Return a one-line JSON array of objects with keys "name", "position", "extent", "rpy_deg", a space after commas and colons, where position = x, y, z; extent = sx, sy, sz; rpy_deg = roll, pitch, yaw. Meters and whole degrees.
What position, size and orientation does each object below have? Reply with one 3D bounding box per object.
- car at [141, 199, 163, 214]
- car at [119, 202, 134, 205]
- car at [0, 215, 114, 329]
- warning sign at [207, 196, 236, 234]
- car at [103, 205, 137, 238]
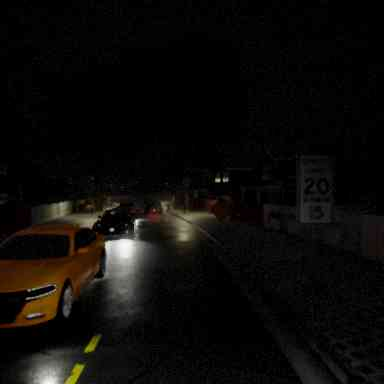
[{"name": "car", "position": [-4.375, 1.672, 37.335], "extent": [1.837, 1.490, 4.892], "rpy_deg": [0, 0, -11]}, {"name": "car", "position": [-6.258, 1.685, 31.972], "extent": [1.812, 1.442, 4.674], "rpy_deg": [0, 0, -11]}, {"name": "car", "position": [-3.195, 1.521, 7.407], "extent": [1.882, 1.535, 5.008], "rpy_deg": [0, 0, -4]}, {"name": "warning sign", "position": [1.517, 1.185, 17.270], "extent": [1.300, 1.860, 1.060], "rpy_deg": [1, 1, -6]}, {"name": "car", "position": [-4.138, 1.658, 18.203], "extent": [1.994, 1.385, 4.181], "rpy_deg": [0, 0, -7]}]
